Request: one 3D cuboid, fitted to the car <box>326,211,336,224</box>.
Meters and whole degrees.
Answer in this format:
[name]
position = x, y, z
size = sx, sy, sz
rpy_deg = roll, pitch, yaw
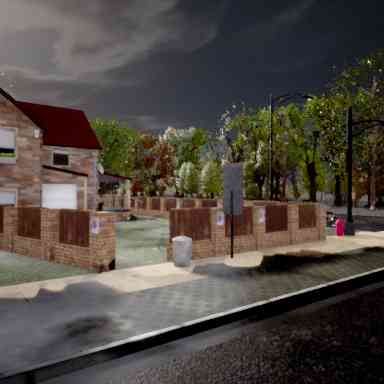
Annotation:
[car]
position = 7.684, 1.466, 23.348
size = 1.812, 1.442, 4.674
rpy_deg = 0, 0, -36
